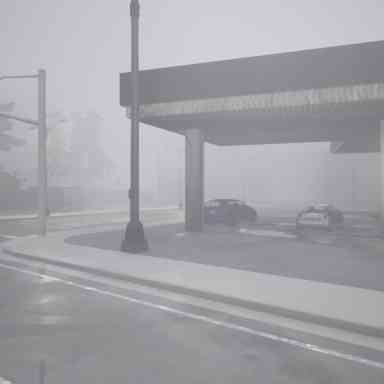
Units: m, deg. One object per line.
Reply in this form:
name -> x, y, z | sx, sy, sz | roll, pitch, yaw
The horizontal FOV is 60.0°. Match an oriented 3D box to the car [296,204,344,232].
car -> 7.698, 1.456, 19.805 | 1.970, 1.475, 3.806 | 0, 0, 37

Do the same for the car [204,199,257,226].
car -> 2.624, 1.295, 22.607 | 2.242, 1.667, 4.611 | 0, 0, 37
